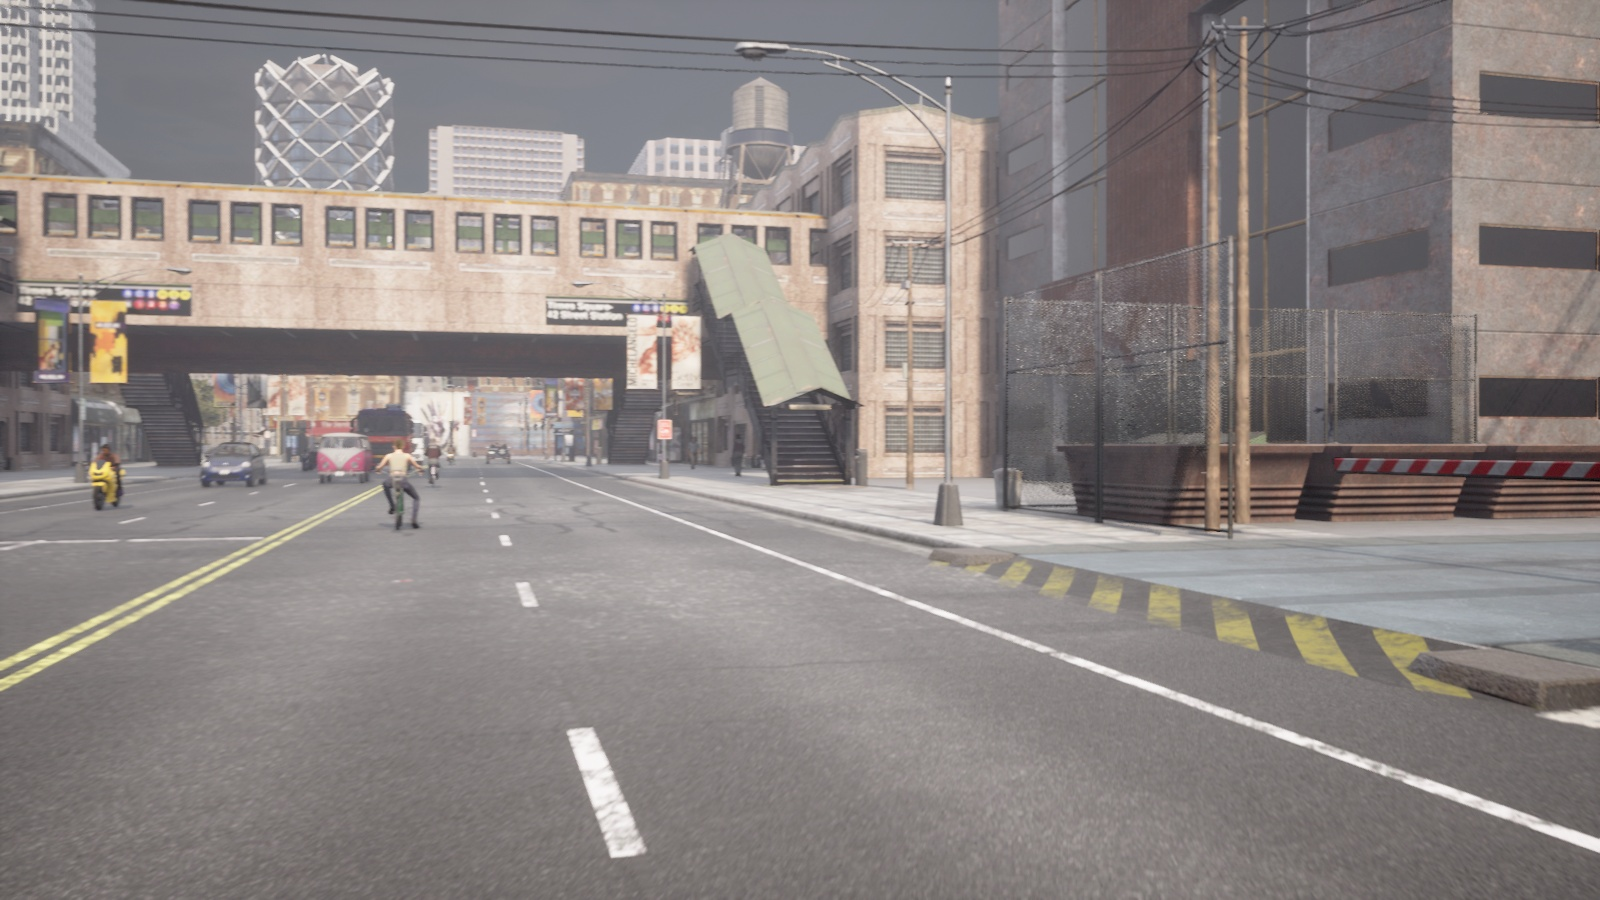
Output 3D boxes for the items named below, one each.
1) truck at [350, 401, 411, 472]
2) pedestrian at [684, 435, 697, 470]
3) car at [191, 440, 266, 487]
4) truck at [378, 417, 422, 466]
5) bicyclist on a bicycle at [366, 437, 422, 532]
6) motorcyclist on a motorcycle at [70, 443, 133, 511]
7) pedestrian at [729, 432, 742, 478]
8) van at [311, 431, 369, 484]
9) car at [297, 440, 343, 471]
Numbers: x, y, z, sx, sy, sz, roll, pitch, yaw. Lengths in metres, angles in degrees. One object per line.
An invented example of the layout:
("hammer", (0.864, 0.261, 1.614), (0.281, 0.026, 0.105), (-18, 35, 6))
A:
("truck", (-24.012, -0.728, 72.172), (2.891, 3.827, 8.468), (0, 0, -15))
("pedestrian", (-5.824, 0.137, 66.938), (0.540, 1.848, 0.694), (0, 0, -17))
("car", (-20.632, 0.444, 45.488), (1.851, 1.617, 3.988), (0, 0, -15))
("truck", (-29.742, -0.635, 93.540), (2.891, 3.462, 7.936), (0, 0, -16))
("bicyclist on a bicycle", (-7.208, 0.588, 22.337), (0.866, 1.612, 1.509), (0, 0, -15))
("motorcyclist on a motorcycle", (-16.111, 0.597, 28.999), (0.797, 1.523, 2.044), (0, 0, -15))
("pedestrian", (-2.709, 0.196, 52.770), (0.402, 1.930, 0.666), (0, 0, -20))
("van", (-18.092, 0.287, 49.541), (1.775, 1.987, 4.442), (0, 0, -15))
("car", (-27.831, 0.289, 72.926), (2.097, 1.767, 4.553), (0, 0, -15))
